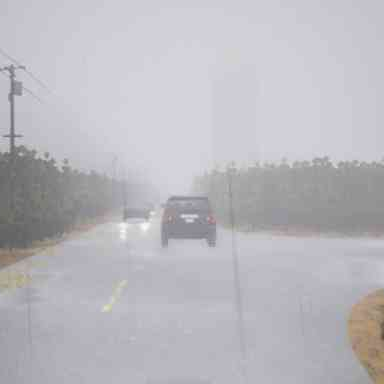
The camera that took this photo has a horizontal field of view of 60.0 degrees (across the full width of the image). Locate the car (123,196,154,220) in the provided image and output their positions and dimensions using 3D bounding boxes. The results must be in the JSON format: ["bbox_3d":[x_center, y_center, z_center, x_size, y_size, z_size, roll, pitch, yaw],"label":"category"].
[{"bbox_3d":[-4.271,1.315,26.209,1.882,1.535,5.008,0,0,-4],"label":"car"}]

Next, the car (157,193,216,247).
[{"bbox_3d":[-0.200,1.128,14.784,2.150,2.045,5.566,0,0,-2],"label":"car"}]

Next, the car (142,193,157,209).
[{"bbox_3d":[-5.111,1.251,36.567,1.882,1.535,5.008,0,0,-5],"label":"car"}]

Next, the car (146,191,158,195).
[{"bbox_3d":[-5.721,0.928,47.255,2.150,2.045,5.566,0,0,-1],"label":"car"}]
